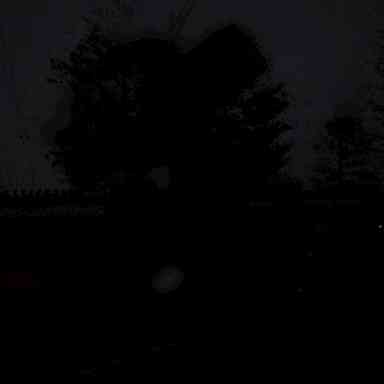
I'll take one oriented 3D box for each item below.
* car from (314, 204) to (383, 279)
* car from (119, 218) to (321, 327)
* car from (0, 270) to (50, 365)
[{"bbox_3d":[5.139,1.307,10.229,5.009,1.841,2.192,0,0,-36],"label":"car"},{"bbox_3d":[0.556,1.436,6.957,4.097,1.590,1.967,0,0,-36],"label":"car"},{"bbox_3d":[-4.025,1.546,3.688,4.507,1.381,1.887,0,0,-36],"label":"car"}]
